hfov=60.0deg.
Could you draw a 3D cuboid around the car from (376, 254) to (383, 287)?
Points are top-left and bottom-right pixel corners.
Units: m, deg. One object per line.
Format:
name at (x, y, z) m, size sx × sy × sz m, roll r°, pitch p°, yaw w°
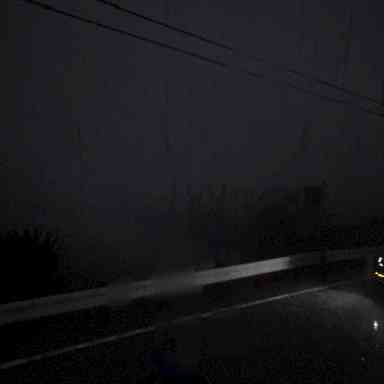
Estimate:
car at (6.614, 1.715, 8.440) m, size 4.892 × 1.490 × 1.837 m, roll 3°, pitch -2°, yaw -34°
